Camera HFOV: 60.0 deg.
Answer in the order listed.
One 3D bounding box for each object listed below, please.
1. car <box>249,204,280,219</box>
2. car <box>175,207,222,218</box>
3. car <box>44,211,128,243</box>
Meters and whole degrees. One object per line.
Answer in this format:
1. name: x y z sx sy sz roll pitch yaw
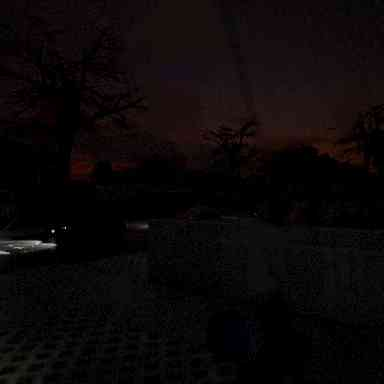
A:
1. car: 7.743 2.059 35.012 1.837 1.490 4.892 1 0 36
2. car: 0.573 1.842 25.268 1.812 1.442 4.674 1 0 36
3. car: -5.324 1.698 17.198 1.994 1.385 4.181 1 0 37
